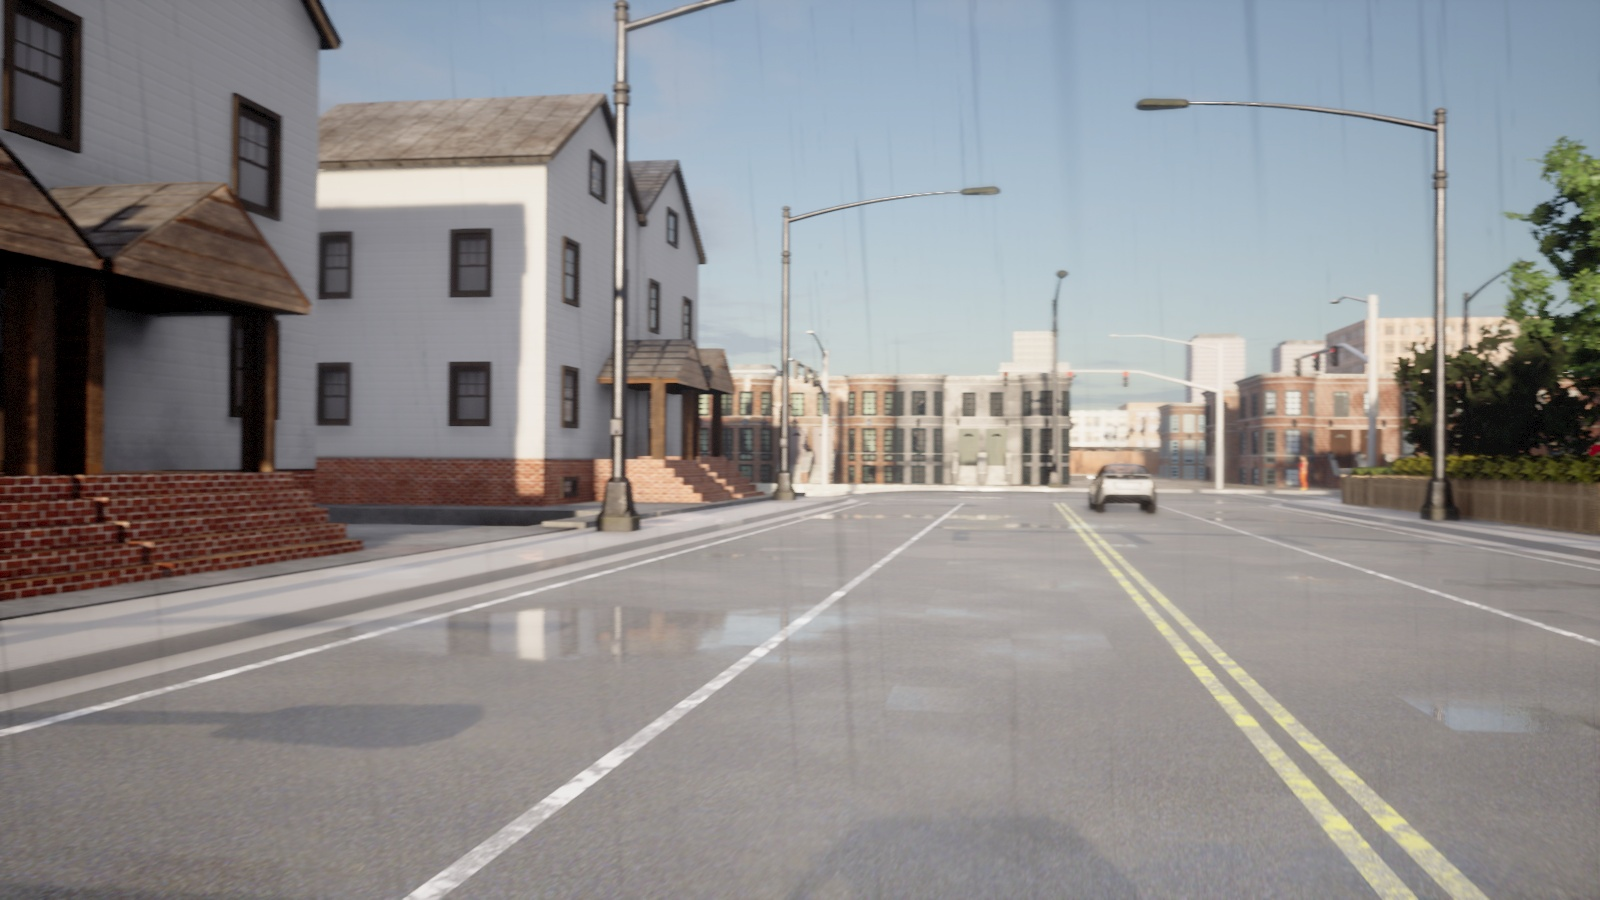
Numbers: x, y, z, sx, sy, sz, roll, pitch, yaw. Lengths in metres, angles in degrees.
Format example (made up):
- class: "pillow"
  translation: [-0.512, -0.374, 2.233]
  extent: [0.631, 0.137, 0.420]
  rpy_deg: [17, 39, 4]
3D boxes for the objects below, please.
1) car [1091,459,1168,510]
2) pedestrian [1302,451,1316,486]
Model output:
- class: "car"
  translation: [10.390, 1.063, 39.882]
  extent: [2.007, 1.525, 4.514]
  rpy_deg: [0, 0, 10]
- class: "pedestrian"
  translation: [26.493, 0.954, 65.360]
  extent: [0.594, 1.836, 0.345]
  rpy_deg: [0, 0, 9]
